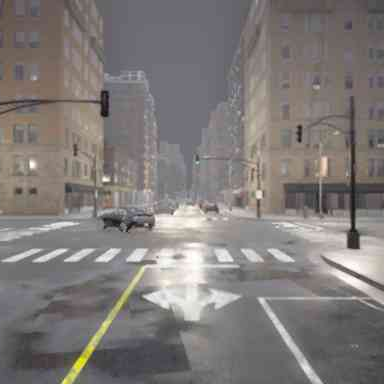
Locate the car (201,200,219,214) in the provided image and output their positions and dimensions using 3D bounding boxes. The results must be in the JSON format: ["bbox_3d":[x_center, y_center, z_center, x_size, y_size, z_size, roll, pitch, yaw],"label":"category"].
[{"bbox_3d":[2.541,2.050,43.299,1.887,1.381,4.507,0,-1,-1],"label":"car"}]

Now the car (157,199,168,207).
[{"bbox_3d":[-6.244,2.311,70.761,1.967,1.590,4.097,0,-1,-1],"label":"car"}]

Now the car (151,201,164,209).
[{"bbox_3d":[-6.140,2.300,59.744,1.802,1.307,4.206,0,-1,-1],"label":"car"}]

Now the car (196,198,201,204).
[{"bbox_3d":[2.386,2.035,59.821,2.192,1.841,5.009,0,-1,-1],"label":"car"}]

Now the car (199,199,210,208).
[{"bbox_3d":[2.333,2.236,65.327,1.967,1.590,4.097,0,-1,-1],"label":"car"}]

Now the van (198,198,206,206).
[{"bbox_3d":[2.230,2.293,76.341,1.690,1.788,3.998,0,-1,-1],"label":"van"}]

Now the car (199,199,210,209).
[{"bbox_3d":[2.489,2.141,48.805,1.947,1.339,4.313,0,-1,-1],"label":"car"}]

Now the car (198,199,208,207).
[{"bbox_3d":[2.281,2.313,70.832,1.967,1.590,4.097,0,-1,-1],"label":"car"}]

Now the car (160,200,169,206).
[{"bbox_3d":[-6.296,2.532,76.266,1.802,1.307,4.206,0,-1,-1],"label":"car"}]

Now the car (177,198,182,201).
[{"bbox_3d":[-3.291,2.190,59.289,1.882,1.535,5.008,0,-1,0],"label":"car"}]

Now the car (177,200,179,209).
[{"bbox_3d":[-3.263,2.176,48.821,1.895,1.301,4.718,0,-1,0],"label":"car"}]

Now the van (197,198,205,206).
[{"bbox_3d":[2.177,2.374,81.847,1.690,1.788,3.998,0,-1,-1],"label":"van"}]

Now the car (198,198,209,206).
[{"bbox_3d":[2.435,2.174,54.482,1.752,1.417,4.829,0,-1,-1],"label":"car"}]

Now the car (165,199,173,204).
[{"bbox_3d":[-6.452,2.639,92.791,1.967,1.590,4.097,0,-1,-1],"label":"car"}]

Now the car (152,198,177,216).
[{"bbox_3d":[-3.171,1.804,38.985,2.097,1.767,4.553,0,-1,-1],"label":"car"}]

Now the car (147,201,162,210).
[{"bbox_3d":[-6.088,2.190,54.237,1.887,1.381,4.507,0,-1,-1],"label":"car"}]

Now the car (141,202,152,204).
[{"bbox_3d":[-5.984,2.054,43.222,2.008,1.369,4.403,0,-1,-1],"label":"car"}]

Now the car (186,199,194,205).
[{"bbox_3d":[-0.484,2.402,80.769,1.994,1.385,4.181,0,-1,-1],"label":"car"}]

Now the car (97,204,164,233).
[{"bbox_3d":[-4.251,1.694,21.011,2.128,1.511,4.902,1,-2,-42],"label":"car"}]

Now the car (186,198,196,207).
[{"bbox_3d":[-0.390,2.460,70.792,1.895,1.301,4.718,0,-1,-1],"label":"car"}]
